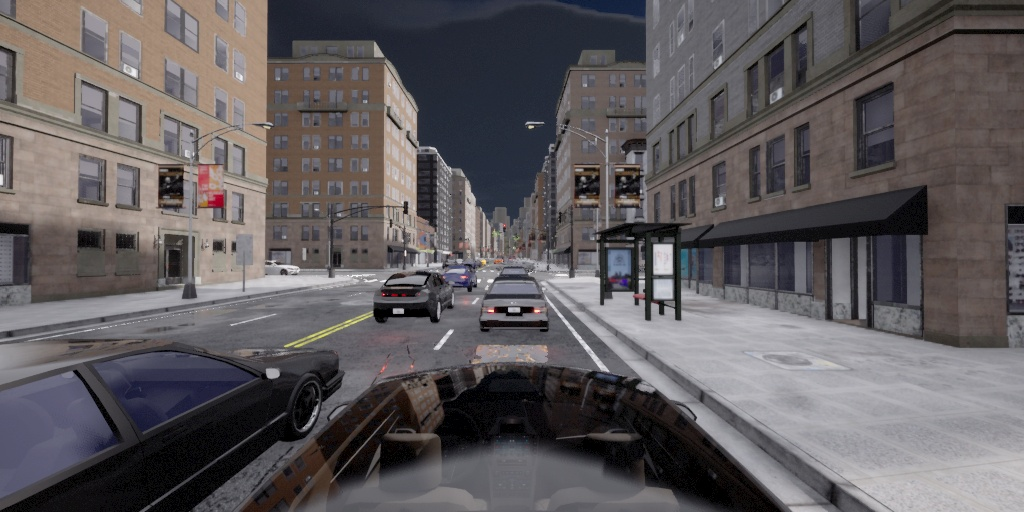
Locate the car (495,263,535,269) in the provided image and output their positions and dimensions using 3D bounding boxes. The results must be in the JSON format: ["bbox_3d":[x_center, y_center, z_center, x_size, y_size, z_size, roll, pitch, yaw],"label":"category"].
[{"bbox_3d":[0.104,1.305,20.897,2.033,1.411,5.357,0,0,0],"label":"car"}]

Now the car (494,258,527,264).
[{"bbox_3d":[0.406,1.338,43.899,4.902,1.511,2.128,0,-1,0],"label":"car"}]

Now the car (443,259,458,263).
[{"bbox_3d":[-9.766,1.277,56.933,1.837,1.490,4.892,0,0,3],"label":"car"}]

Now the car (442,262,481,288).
[{"bbox_3d":[-3.139,1.284,21.220,1.812,1.442,4.674,0,0,0],"label":"car"}]

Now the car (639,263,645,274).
[{"bbox_3d":[17.122,1.384,43.937,4.902,1.511,2.128,0,-1,0],"label":"car"}]

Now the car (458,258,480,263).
[{"bbox_3d":[-6.553,1.124,55.241,2.097,1.767,4.553,0,0,0],"label":"car"}]

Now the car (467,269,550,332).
[{"bbox_3d":[0.087,1.300,10.840,2.033,1.411,5.357,0,0,1],"label":"car"}]

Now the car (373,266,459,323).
[{"bbox_3d":[-3.131,1.258,12.181,1.837,1.490,4.892,0,0,-1],"label":"car"}]

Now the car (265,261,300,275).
[{"bbox_3d":[-22.600,1.157,33.889,4.674,1.442,1.812,0,-1,-1],"label":"car"}]

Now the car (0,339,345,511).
[{"bbox_3d":[-3.149,1.298,2.307,2.033,1.411,5.357,0,0,0],"label":"car"}]

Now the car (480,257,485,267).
[{"bbox_3d":[-6.514,1.264,64.381,2.128,1.511,4.902,0,0,1],"label":"car"}]
